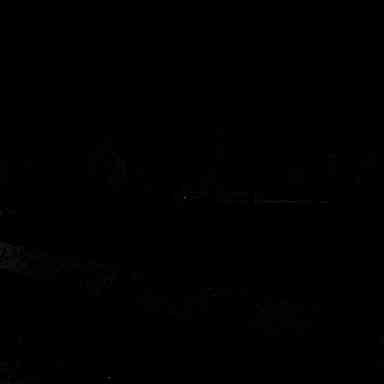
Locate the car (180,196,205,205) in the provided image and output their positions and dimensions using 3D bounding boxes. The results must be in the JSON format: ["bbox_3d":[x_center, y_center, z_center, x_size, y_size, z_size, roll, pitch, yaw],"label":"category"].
[{"bbox_3d":[0.449,1.515,60.950,1.882,1.535,5.008,0,0,36],"label":"car"}]

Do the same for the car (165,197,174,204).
[{"bbox_3d":[-2.214,1.535,63.234,2.128,1.511,4.902,0,0,36],"label":"car"}]

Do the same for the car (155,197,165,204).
[{"bbox_3d":[-4.975,1.594,65.377,2.033,1.411,5.357,0,0,36],"label":"car"}]

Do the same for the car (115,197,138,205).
[{"bbox_3d":[-12.038,1.578,61.658,1.812,1.442,4.674,0,0,37],"label":"car"}]
